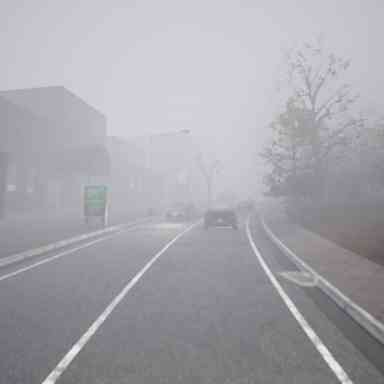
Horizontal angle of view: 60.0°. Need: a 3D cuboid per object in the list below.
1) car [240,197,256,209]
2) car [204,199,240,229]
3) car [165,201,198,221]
[{"bbox_3d":[6.617,1.376,41.167,1.812,1.442,4.674,-2,0,17],"label":"car"},{"bbox_3d":[1.904,1.421,20.980,1.882,1.535,5.008,-1,0,8],"label":"car"},{"bbox_3d":[-0.781,1.474,26.976,2.128,1.511,4.902,-1,0,12],"label":"car"}]
